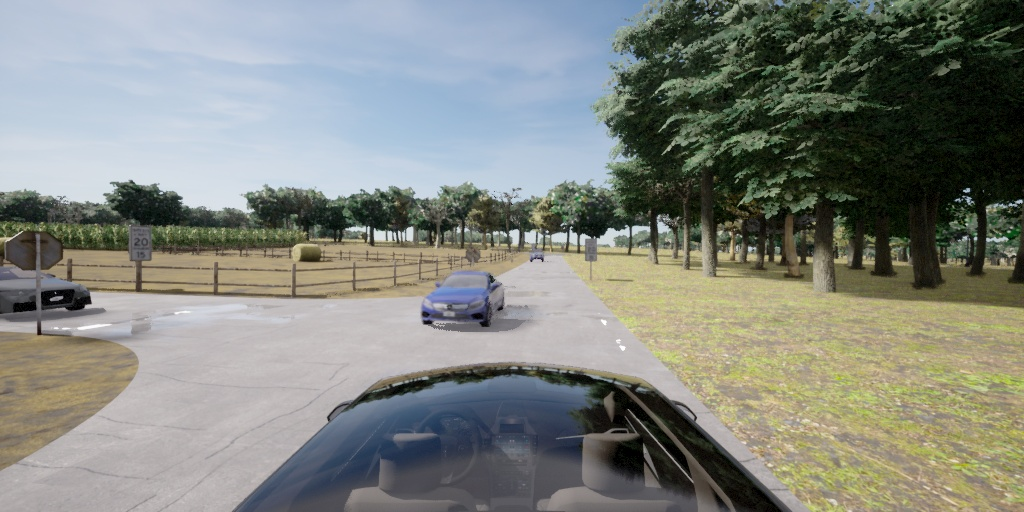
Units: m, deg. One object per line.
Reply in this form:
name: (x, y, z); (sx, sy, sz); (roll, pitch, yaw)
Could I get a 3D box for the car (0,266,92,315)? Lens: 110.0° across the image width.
car: (-15.079, 1.009, 10.536); (4.181, 1.385, 1.994); (1, 0, 6)

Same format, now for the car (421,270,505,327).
car: (-1.319, 1.192, 11.361); (1.812, 1.442, 4.674); (1, 0, 7)

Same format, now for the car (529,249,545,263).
car: (4.068, -0.124, 57.828); (2.150, 2.045, 5.566); (0, 2, 7)
